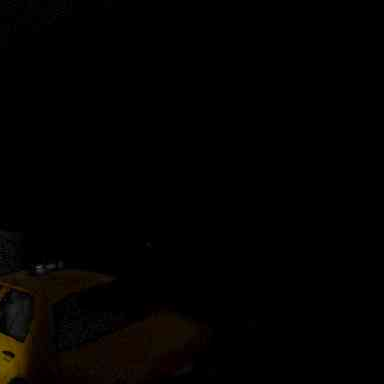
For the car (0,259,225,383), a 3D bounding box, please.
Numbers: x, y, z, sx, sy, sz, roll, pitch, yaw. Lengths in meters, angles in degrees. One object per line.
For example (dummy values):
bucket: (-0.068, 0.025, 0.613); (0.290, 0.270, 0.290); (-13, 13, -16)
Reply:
car: (-1.954, 1.536, 4.204); (4.829, 1.417, 1.752); (0, 0, 35)
